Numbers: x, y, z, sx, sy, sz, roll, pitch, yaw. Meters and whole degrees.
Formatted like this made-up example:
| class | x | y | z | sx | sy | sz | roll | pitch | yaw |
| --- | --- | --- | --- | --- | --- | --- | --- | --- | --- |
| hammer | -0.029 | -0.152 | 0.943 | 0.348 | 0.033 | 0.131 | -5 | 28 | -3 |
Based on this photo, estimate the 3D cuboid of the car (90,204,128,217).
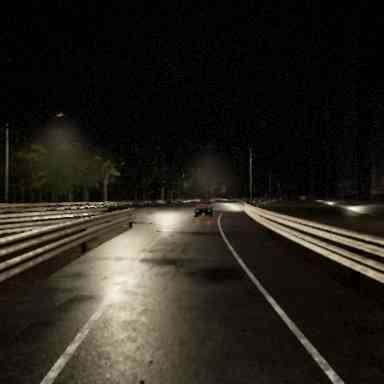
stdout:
| class | x | y | z | sx | sy | sz | roll | pitch | yaw |
| --- | --- | --- | --- | --- | --- | --- | --- | --- | --- |
| car | -8.320 | 1.881 | 33.626 | 1.895 | 1.301 | 4.718 | 0 | -1 | 18 |

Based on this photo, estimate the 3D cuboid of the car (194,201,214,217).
| class | x | y | z | sx | sy | sz | roll | pitch | yaw |
| --- | --- | --- | --- | --- | --- | --- | --- | --- | --- |
| car | 1.391 | 1.994 | 36.244 | 1.895 | 1.301 | 4.718 | 0 | -1 | 6 |
